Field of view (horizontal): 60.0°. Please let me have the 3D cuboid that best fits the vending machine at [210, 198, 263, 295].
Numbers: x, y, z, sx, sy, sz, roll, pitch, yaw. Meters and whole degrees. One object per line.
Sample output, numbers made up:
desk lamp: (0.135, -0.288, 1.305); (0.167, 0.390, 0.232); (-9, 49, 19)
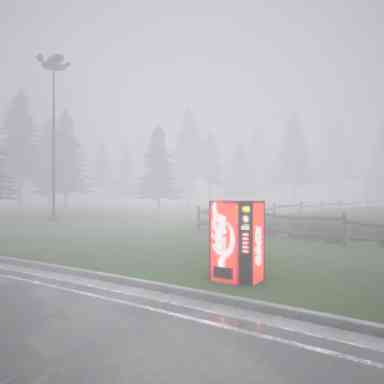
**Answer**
vending machine: (1.080, 1.195, 7.970); (0.880, 2.100, 1.100); (0, 0, 32)
